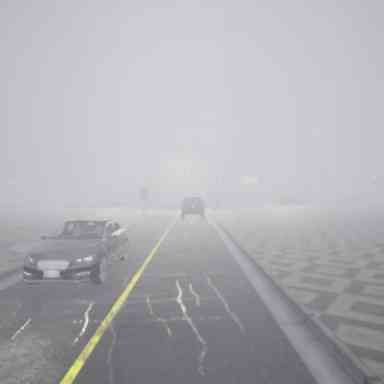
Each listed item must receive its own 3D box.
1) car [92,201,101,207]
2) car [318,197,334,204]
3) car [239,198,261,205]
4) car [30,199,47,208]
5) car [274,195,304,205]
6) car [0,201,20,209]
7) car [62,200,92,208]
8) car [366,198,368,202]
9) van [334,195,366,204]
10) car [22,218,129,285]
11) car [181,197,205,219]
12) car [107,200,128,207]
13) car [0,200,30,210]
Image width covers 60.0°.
[{"bbox_3d":[-20.975,2.359,67.726,4.829,1.417,1.752,-1,0,0],"label":"car"},{"bbox_3d":[28.123,1.674,67.837,4.507,1.381,1.887,-1,0,0],"label":"car"},{"bbox_3d":[11.746,1.902,67.833,4.403,1.369,2.008,-1,0,0],"label":"car"},{"bbox_3d":[-32.096,2.327,67.721,5.009,1.841,2.192,-1,0,0],"label":"car"},{"bbox_3d":[17.193,1.516,59.309,5.009,1.841,2.192,-1,0,0],"label":"car"},{"bbox_3d":[-37.736,2.649,67.721,4.507,1.381,1.887,-1,0,0],"label":"car"},{"bbox_3d":[-20.812,2.307,59.202,4.403,1.369,2.008,-1,0,0],"label":"car"},{"bbox_3d":[33.582,1.610,67.839,4.403,1.369,2.008,-1,0,0],"label":"car"},{"bbox_3d":[28.113,1.396,59.312,3.998,1.788,1.690,-1,0,0],"label":"van"},{"bbox_3d":[-3.102,1.559,9.800,2.128,1.511,4.902,0,0,0],"label":"car"},{"bbox_3d":[0.088,1.464,32.131,2.150,2.045,5.566,0,-1,0],"label":"car"},{"bbox_3d":[-15.162,2.310,67.728,4.313,1.339,1.947,-1,0,0],"label":"car"},{"bbox_3d":[-32.098,2.481,59.198,4.507,1.381,1.887,-1,0,0],"label":"car"}]
